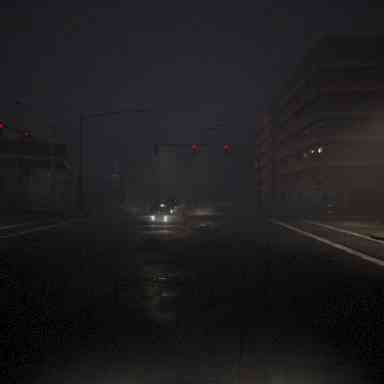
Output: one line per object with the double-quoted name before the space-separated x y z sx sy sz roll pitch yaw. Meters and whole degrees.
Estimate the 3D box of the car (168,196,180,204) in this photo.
"car" -3.409 1.564 62.547 1.994 1.385 4.181 0 0 0

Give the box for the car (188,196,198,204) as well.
"car" 0.231 1.526 64.979 1.812 1.442 4.674 0 0 0

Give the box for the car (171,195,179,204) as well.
"car" -3.344 1.352 52.529 2.097 1.767 4.553 0 0 0

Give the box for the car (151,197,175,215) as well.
"car" -3.183 1.547 34.692 2.033 1.411 5.357 0 0 -1

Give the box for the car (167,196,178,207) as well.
"car" -3.268 1.564 43.933 1.994 1.385 4.181 0 0 -1

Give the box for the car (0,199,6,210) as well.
"car" -24.063 1.456 38.891 3.806 1.475 1.970 0 0 1
